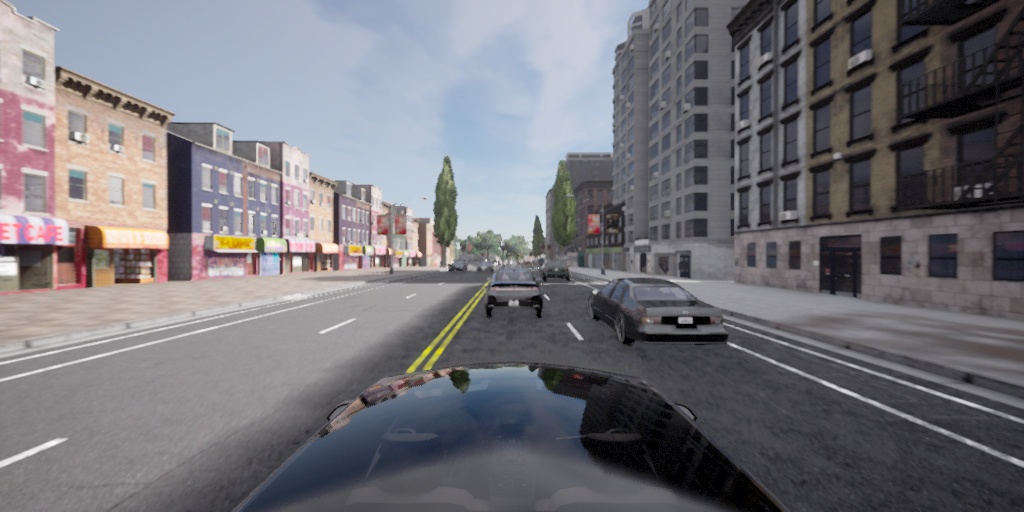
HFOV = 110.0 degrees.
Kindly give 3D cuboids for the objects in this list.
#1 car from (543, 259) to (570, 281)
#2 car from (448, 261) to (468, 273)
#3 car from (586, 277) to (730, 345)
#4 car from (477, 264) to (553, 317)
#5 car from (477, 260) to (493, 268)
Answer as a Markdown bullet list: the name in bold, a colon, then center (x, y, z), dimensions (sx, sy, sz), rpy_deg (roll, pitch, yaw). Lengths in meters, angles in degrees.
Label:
- **car**: center (3.339, 1.040, 28.982), dimensions (2.097, 1.767, 4.553), rpy_deg (0, 0, 0)
- **car**: center (-6.587, 1.330, 44.400), dimensions (2.033, 1.411, 5.357), rpy_deg (0, -1, 0)
- **car**: center (3.319, 1.261, 9.339), dimensions (2.033, 1.411, 5.357), rpy_deg (0, 0, 0)
- **car**: center (0.080, 1.187, 12.932), dimensions (2.128, 1.511, 4.902), rpy_deg (0, 0, 1)
- **car**: center (-3.331, 1.281, 44.902), dimensions (2.128, 1.511, 4.902), rpy_deg (0, -1, 0)
